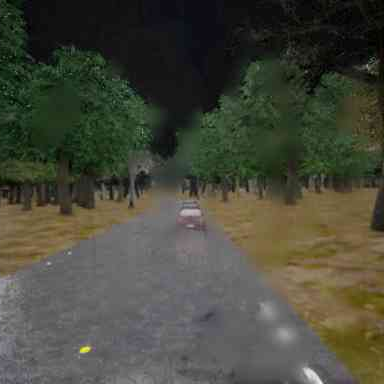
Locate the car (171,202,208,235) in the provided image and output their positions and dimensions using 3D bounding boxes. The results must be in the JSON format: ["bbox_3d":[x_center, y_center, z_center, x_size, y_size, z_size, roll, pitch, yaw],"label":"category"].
[{"bbox_3d":[-0.065,1.566,19.195,1.812,1.442,4.674,0,0,-1],"label":"car"}]

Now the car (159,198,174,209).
[{"bbox_3d":[-3.534,1.565,46.710,1.837,1.490,4.892,0,0,-2],"label":"car"}]

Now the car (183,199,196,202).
[{"bbox_3d":[-0.257,1.538,37.930,2.128,1.511,4.902,0,0,-1],"label":"car"}]
